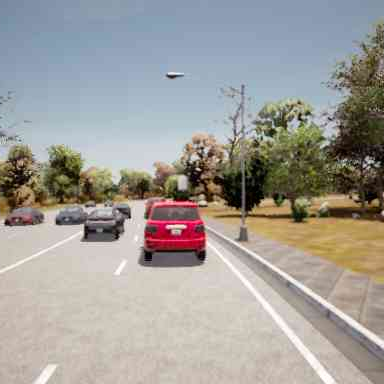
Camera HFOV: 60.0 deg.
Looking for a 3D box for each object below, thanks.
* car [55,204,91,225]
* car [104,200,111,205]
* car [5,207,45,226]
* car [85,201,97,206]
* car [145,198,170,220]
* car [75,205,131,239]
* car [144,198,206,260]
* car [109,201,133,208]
[{"bbox_3d":[-9.744,1.905,27.085,1.994,1.385,4.181,0,-1,-9],"label":"car"},{"bbox_3d":[-16.887,2.471,67.793,2.128,1.511,4.902,0,-1,-10],"label":"car"},{"bbox_3d":[-13.187,1.897,26.459,1.994,1.385,4.181,0,-1,-9],"label":"car"},{"bbox_3d":[-20.278,2.471,66.852,2.033,1.411,5.357,0,-1,-10],"label":"car"},{"bbox_3d":[-3.623,1.653,34.159,2.150,2.045,5.566,0,0,-10],"label":"car"},{"bbox_3d":[-4.884,1.733,18.990,2.128,1.511,4.902,0,-1,-7],"label":"car"},{"bbox_3d":[-0.740,1.393,13.360,2.150,2.045,5.566,0,0,-5],"label":"car"},{"bbox_3d":[-7.323,1.944,34.969,1.837,1.490,4.892,0,-1,-10],"label":"car"}]
